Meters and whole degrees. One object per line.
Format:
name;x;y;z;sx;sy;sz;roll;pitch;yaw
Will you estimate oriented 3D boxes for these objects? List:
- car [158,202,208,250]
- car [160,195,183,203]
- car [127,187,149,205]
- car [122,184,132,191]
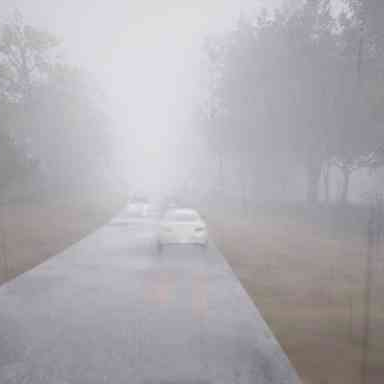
car;-0.406;1.383;13.576;1.812;1.442;4.674;0;1;-3
car;-1.734;0.937;28.694;1.994;1.385;4.181;1;2;-7
car;-5.578;0.544;35.529;2.033;1.411;5.357;2;2;-8
car;-14.818;-1.069;76.001;1.837;1.490;4.892;2;1;-17
